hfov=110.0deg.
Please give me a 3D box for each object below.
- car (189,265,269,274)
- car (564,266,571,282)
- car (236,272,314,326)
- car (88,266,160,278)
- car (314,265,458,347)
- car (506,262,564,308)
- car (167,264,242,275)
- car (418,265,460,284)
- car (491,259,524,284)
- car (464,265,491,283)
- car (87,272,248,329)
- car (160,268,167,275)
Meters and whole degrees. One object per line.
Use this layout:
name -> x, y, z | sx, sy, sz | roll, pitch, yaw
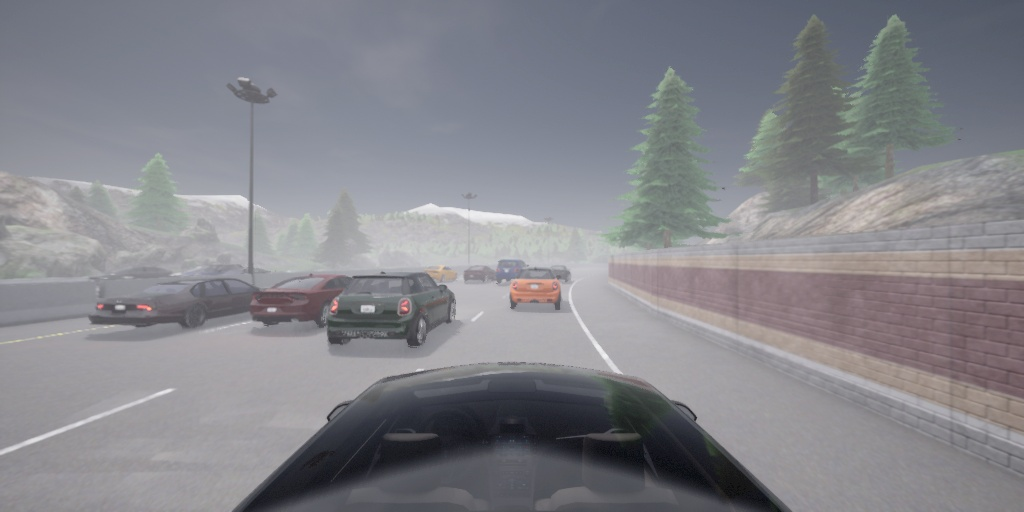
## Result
car -> -18.995, 1.559, 25.363 | 2.033, 1.411, 5.357 | 0, -1, 9
car -> 4.471, 1.615, 33.746 | 1.882, 1.535, 5.008 | 0, -1, 14
car -> -6.326, 1.346, 12.214 | 1.882, 1.535, 5.008 | 0, -1, 5
car -> -29.196, 1.533, 27.683 | 1.837, 1.490, 4.892 | 0, -1, 10
car -> -2.984, 1.196, 9.879 | 2.097, 1.767, 4.553 | 0, -1, 4
car -> 1.166, 1.279, 16.397 | 2.097, 1.767, 4.553 | 0, -1, 7
car -> -22.231, 1.377, 26.821 | 2.097, 1.767, 4.553 | 0, -1, 10
car -> -6.559, 1.592, 32.835 | 1.882, 1.535, 5.008 | 0, -1, 13
car -> 0.185, 1.323, 31.081 | 2.150, 2.045, 5.566 | 0, -1, 13
car -> -2.882, 1.600, 33.151 | 1.882, 1.535, 5.008 | 0, -1, 13
car -> -9.912, 1.406, 11.754 | 2.033, 1.411, 5.357 | 0, -1, 5
car -> -25.335, 1.579, 29.457 | 1.812, 1.442, 4.674 | 0, -1, 11
